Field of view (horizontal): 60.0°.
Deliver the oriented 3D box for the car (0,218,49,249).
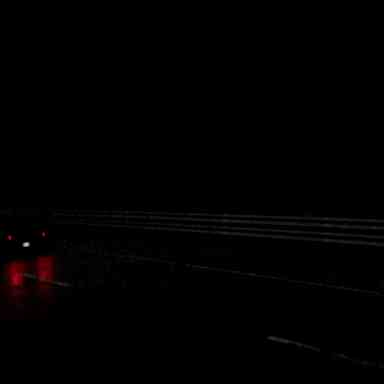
[{"bbox_3d":[-8.213,1.777,14.141,4.718,1.301,1.895,-1,-1,36],"label":"car"}]
